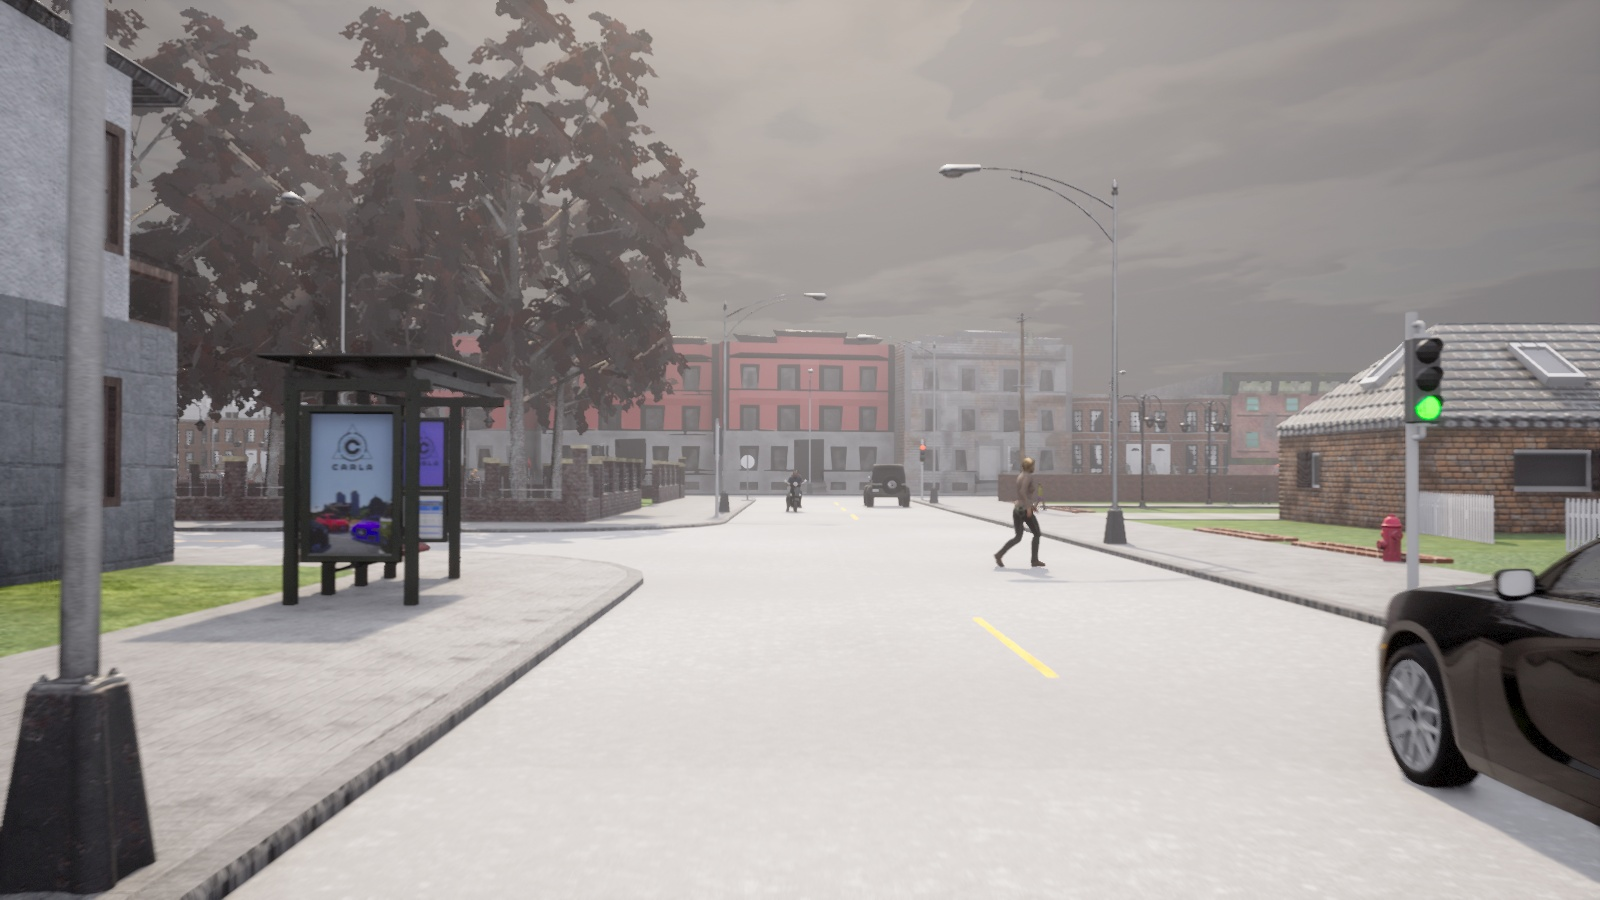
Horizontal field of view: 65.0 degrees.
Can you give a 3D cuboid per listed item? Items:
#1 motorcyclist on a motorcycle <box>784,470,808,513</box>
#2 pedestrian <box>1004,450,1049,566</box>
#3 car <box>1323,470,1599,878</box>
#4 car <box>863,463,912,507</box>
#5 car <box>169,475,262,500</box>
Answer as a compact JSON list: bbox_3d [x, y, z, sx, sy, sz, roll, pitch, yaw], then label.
[{"bbox_3d":[-0.168,1.575,48.152,0.866,1.590,1.817,0,-1,-1],"label":"motorcyclist on a motorcycle"},{"bbox_3d":[3.660,0.930,20.304,0.634,1.846,0.331,0,-1,-19],"label":"pedestrian"},{"bbox_3d":[3.978,0.857,4.806,1.882,1.535,5.008,0,-1,0],"label":"car"},{"bbox_3d":[3.855,1.531,55.905,1.905,1.878,3.866,0,-1,0],"label":"car"},{"bbox_3d":[-34.592,2.224,74.365,4.674,1.442,1.812,0,-1,0],"label":"car"}]
